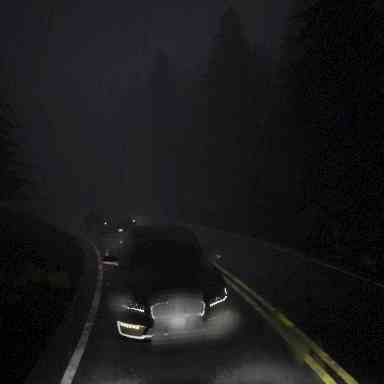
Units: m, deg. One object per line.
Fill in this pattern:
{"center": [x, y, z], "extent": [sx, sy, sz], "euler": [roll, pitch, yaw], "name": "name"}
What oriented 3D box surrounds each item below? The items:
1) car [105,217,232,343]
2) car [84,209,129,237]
{"center": [-0.649, 1.495, 6.838], "extent": [1.837, 1.490, 4.892], "euler": [-1, 0, -11], "name": "car"}
{"center": [-4.645, 1.614, 18.569], "extent": [1.895, 1.301, 4.718], "euler": [-3, 1, -29], "name": "car"}
